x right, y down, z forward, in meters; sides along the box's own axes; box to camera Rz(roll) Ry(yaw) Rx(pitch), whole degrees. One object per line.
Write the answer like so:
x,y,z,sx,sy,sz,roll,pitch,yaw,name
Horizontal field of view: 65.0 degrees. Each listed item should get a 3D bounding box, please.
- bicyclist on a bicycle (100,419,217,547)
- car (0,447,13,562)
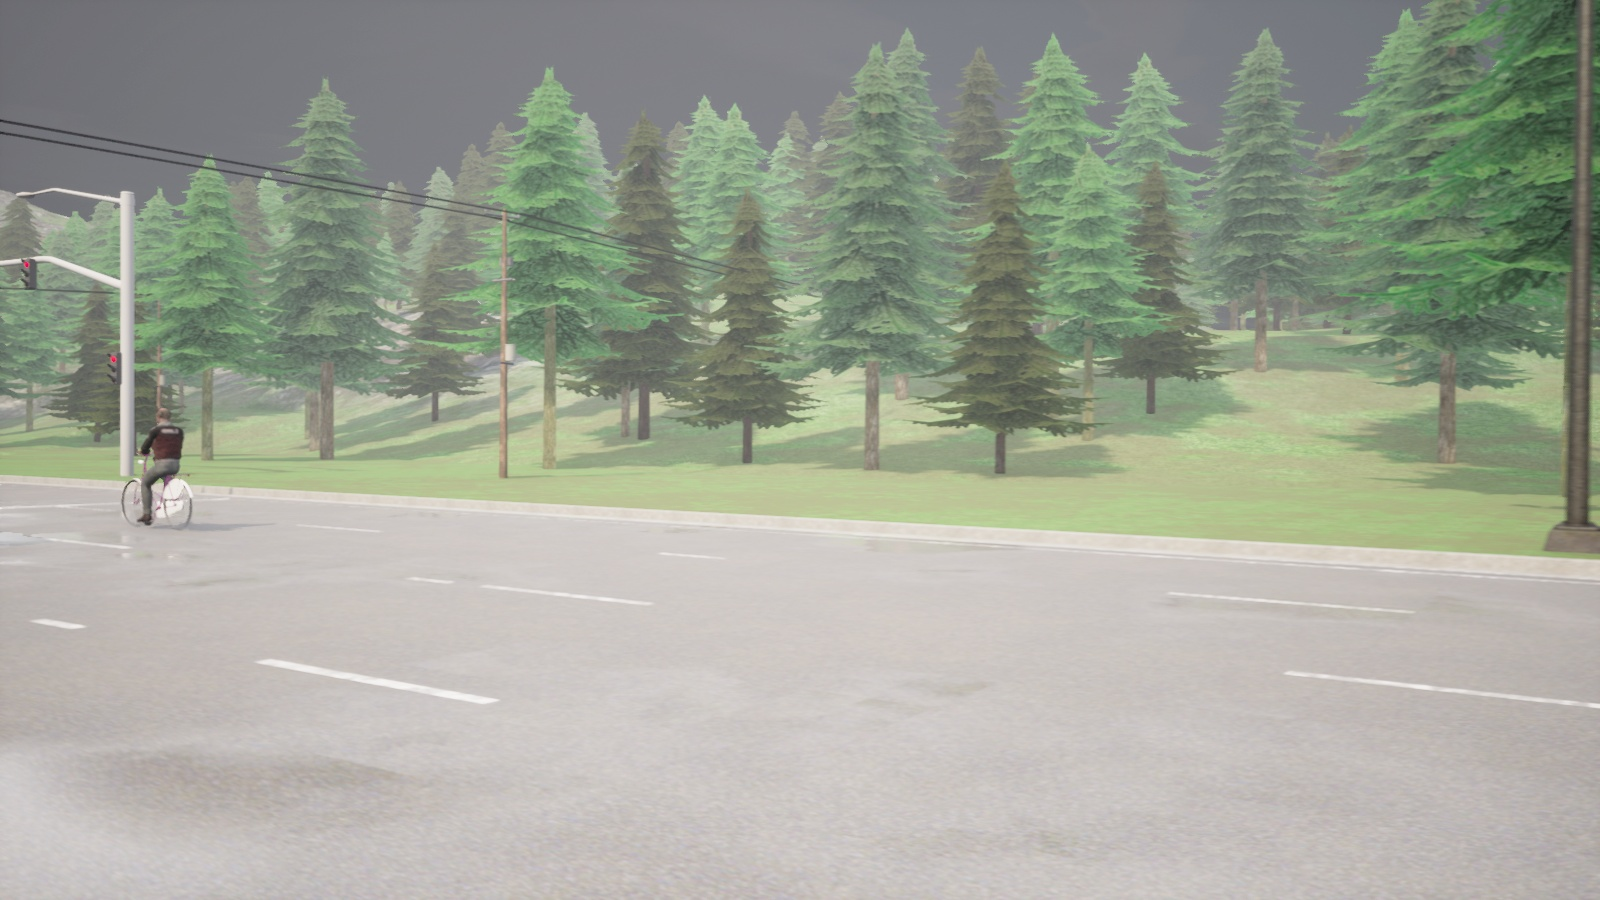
-9.314,0.450,18.211,1.843,1.776,0.659,0,1,34,bicyclist on a bicycle
-12.540,0.686,16.155,5.357,1.411,2.033,0,1,33,car
